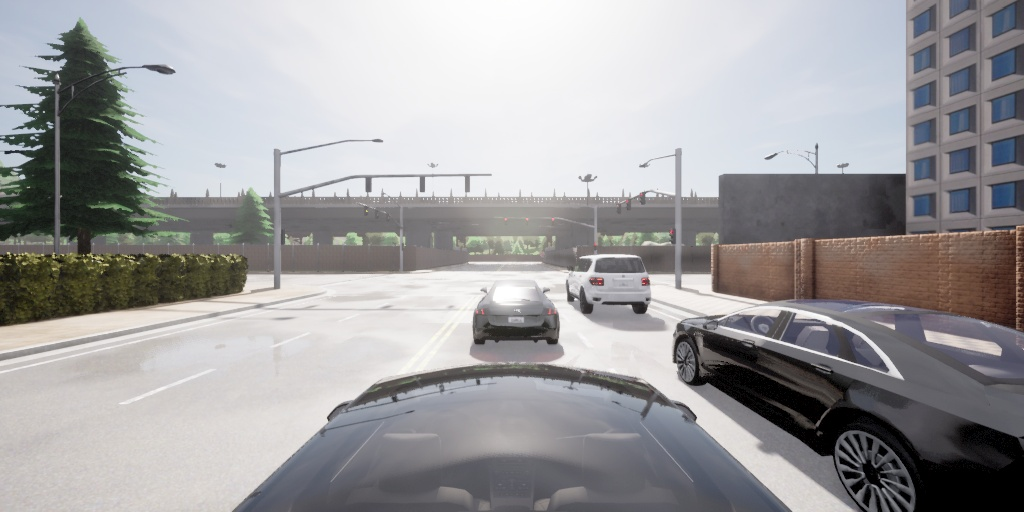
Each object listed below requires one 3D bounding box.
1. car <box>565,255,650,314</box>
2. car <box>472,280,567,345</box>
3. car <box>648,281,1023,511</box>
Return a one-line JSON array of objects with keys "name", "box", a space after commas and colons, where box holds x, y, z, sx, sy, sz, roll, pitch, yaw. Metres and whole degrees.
[{"name": "car", "box": [3.481, 0.971, 13.895, 2.150, 2.045, 5.566, 0, 0, 0]}, {"name": "car", "box": [0.087, 1.314, 9.547, 1.994, 1.385, 4.181, 0, 0, 0]}, {"name": "car", "box": [3.593, 1.242, 4.090, 2.128, 1.511, 4.902, 0, 0, 0]}]
